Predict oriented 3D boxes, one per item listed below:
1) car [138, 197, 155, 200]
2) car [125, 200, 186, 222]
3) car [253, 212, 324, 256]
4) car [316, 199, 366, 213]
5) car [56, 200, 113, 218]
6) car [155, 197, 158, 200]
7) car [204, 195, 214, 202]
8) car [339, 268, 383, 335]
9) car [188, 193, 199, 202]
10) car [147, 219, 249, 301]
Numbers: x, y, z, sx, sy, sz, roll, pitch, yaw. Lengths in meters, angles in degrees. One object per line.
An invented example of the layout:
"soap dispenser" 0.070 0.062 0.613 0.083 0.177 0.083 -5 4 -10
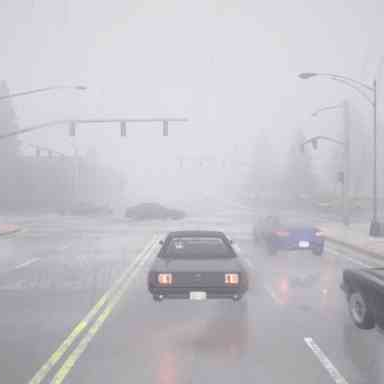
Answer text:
"car" -6.872 1.525 47.371 1.812 1.442 4.674 0 0 0
"car" -2.830 1.525 25.707 4.674 1.442 1.812 0 0 2
"car" 3.643 1.526 13.071 1.812 1.442 4.674 0 0 0
"car" 16.095 1.477 36.046 5.008 1.535 1.882 0 0 0
"car" -9.681 1.507 30.209 4.892 1.490 1.837 -1 1 -12
"car" -6.815 1.564 57.395 1.994 1.385 4.181 0 0 0
"car" 3.864 1.355 74.956 2.097 1.767 4.553 0 0 0
"car" 3.615 1.601 3.968 1.895 1.301 4.718 0 0 0
"car" 0.360 1.225 74.852 2.150 2.045 5.566 0 0 0
"car" 0.103 1.601 8.282 1.895 1.301 4.718 0 0 0
